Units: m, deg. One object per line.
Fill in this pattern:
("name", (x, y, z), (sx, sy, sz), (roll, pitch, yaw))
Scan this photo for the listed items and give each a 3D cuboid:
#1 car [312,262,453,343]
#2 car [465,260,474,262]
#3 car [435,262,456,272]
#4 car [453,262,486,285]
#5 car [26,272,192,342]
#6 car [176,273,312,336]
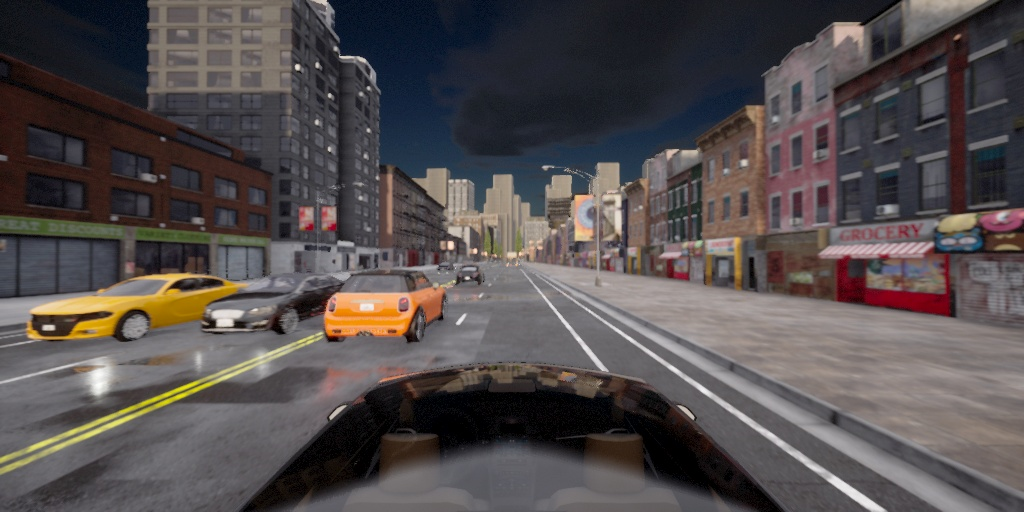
("car", (-3.152, 1.136, 9.922), (2.097, 1.767, 4.553), (0, 0, 0))
("car", (-6.566, 1.420, 53.716), (2.097, 1.767, 4.553), (0, 0, 0))
("car", (-9.809, 1.612, 53.416), (2.033, 1.411, 5.357), (0, 0, 1))
("car", (-3.155, 1.407, 27.561), (1.812, 1.442, 4.674), (0, 0, 0))
("car", (-9.851, 1.262, 10.120), (1.882, 1.535, 5.008), (0, 0, 0))
("car", (-6.600, 1.279, 10.693), (2.128, 1.511, 4.902), (0, 0, 0))
